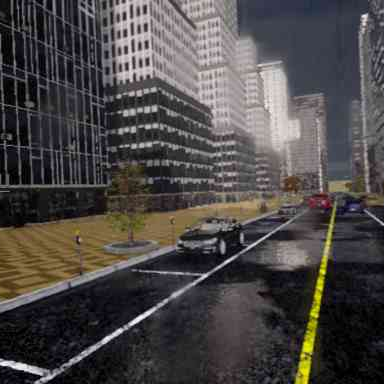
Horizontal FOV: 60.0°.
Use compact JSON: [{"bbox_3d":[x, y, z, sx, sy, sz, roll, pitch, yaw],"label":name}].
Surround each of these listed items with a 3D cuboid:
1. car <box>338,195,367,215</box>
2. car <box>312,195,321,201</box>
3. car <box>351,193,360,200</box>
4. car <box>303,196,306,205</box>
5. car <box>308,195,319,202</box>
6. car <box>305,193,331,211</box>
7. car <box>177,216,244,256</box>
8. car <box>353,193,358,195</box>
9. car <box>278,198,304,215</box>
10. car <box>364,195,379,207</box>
[{"bbox_3d":[14.561,1.315,30.354,1.812,1.442,4.674,-3,-1,24],"label":"car"},{"bbox_3d":[30.236,1.392,80.507,1.802,1.307,4.206,-4,-1,24],"label":"car"},{"bbox_3d":[37.970,0.988,77.301,1.752,1.417,4.829,-4,-1,24],"label":"car"},{"bbox_3d":[18.939,1.362,54.751,1.967,1.590,4.097,-4,-1,24],"label":"car"},{"bbox_3d":[25.719,1.398,70.205,1.887,1.381,4.507,-4,-1,24],"label":"car"},{"bbox_3d":[15.226,1.103,39.588,2.150,2.045,5.566,-3,-1,24],"label":"car"},{"bbox_3d":[0.883,1.679,13.534,2.008,1.369,4.403,-4,-1,24],"label":"car"},{"bbox_3d":[18.851,1.248,40.195,1.837,1.490,4.892,-3,0,24],"label":"car"},{"bbox_3d":[9.914,1.572,34.141,2.008,1.369,4.403,-4,-1,24],"label":"car"},{"bbox_3d":[22.165,1.149,41.240,1.752,1.417,4.829,-4,-1,24],"label":"car"}]
